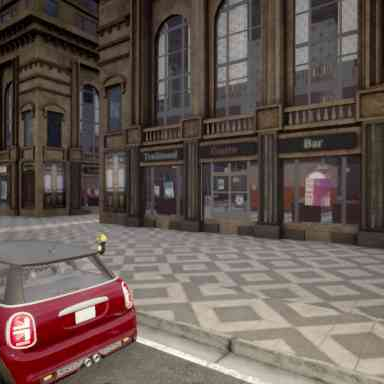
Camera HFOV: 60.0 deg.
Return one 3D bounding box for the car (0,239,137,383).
[{"bbox_3d":[-2.807,1.440,4.967,4.097,1.590,1.967,0,0,36],"label":"car"}]
